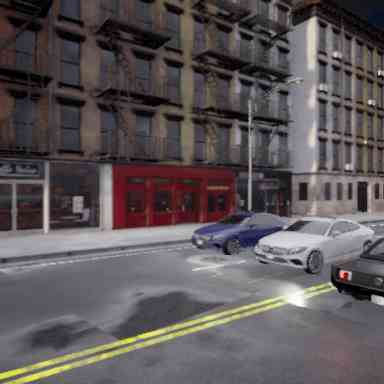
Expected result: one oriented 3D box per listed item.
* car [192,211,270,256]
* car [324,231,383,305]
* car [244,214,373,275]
[{"bbox_3d":[2.180,1.520,13.216,4.674,1.442,1.812,0,0,-35],"label":"car"},{"bbox_3d":[5.081,1.595,7.057,4.718,1.301,1.895,0,0,-35],"label":"car"},{"bbox_3d":[4.065,1.520,10.569,4.674,1.442,1.812,0,0,-35],"label":"car"}]
